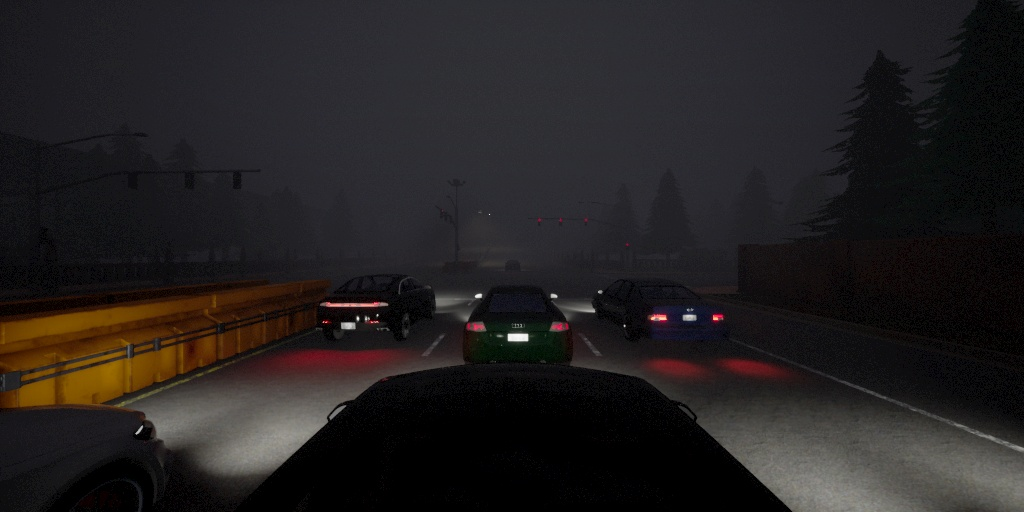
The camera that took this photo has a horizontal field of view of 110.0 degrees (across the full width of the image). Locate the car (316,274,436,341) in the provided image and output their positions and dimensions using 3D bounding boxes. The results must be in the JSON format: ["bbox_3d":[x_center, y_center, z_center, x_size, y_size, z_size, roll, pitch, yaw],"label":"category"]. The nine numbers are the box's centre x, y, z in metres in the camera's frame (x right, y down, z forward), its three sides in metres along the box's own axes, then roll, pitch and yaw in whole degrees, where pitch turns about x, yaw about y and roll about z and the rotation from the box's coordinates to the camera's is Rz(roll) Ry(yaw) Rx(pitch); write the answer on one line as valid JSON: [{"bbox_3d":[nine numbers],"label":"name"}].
[{"bbox_3d":[-3.400,1.241,9.875,2.128,1.511,4.902,0,0,0],"label":"car"}]

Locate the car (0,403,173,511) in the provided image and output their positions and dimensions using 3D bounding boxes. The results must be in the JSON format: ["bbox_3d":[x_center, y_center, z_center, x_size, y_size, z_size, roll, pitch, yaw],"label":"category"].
[{"bbox_3d":[-3.403,1.276,0.638,1.812,1.442,4.674,0,0,0],"label":"car"}]

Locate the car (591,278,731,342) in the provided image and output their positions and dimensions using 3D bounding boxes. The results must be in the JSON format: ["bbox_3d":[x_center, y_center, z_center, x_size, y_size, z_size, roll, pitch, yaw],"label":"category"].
[{"bbox_3d":[3.599,1.297,9.781,2.033,1.411,5.357,0,0,0],"label":"car"}]

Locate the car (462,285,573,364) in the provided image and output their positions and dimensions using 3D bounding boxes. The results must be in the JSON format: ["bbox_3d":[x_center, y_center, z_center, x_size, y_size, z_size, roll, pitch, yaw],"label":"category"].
[{"bbox_3d":[0.099,1.314,7.924,1.994,1.385,4.181,0,0,0],"label":"car"}]

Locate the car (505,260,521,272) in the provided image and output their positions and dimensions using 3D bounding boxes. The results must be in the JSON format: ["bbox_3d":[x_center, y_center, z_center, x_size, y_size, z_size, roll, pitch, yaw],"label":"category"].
[{"bbox_3d":[0.096,1.228,45.988,1.882,1.535,5.008,0,0,0],"label":"car"}]
